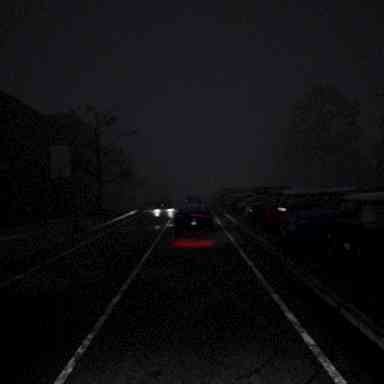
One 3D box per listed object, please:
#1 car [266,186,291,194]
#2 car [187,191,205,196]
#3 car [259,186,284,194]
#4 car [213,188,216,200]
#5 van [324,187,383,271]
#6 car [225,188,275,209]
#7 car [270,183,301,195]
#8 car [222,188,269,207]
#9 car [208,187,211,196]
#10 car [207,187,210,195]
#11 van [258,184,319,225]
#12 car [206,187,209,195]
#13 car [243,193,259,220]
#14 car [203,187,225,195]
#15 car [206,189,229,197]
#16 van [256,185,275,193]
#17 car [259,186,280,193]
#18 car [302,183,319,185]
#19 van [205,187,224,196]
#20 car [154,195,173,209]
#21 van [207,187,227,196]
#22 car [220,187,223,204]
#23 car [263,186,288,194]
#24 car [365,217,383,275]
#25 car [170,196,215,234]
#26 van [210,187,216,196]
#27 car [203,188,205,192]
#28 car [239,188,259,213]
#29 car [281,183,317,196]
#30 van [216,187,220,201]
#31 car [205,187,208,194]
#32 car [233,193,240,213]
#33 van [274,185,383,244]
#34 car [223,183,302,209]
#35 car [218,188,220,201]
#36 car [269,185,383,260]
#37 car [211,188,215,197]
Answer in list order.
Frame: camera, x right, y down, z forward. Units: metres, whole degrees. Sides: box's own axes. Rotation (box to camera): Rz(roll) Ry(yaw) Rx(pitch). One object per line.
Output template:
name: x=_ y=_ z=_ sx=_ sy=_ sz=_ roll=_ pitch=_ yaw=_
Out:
car: x=18.797 y=-0.404 z=72.411 sx=4.792 sy=1.488 sz=2.163 roll=-3 pitch=1 yaw=0
car: x=0.161 y=0.982 z=37.214 sx=1.837 sy=1.490 sz=4.892 roll=-3 pitch=1 yaw=0
car: x=18.646 y=-0.498 z=77.981 sx=5.366 sy=1.575 sz=1.946 roll=-3 pitch=1 yaw=0
car: x=5.729 y=0.584 z=44.270 sx=5.008 sy=1.535 sz=2.097 roll=-3 pitch=1 yaw=0
van: x=5.809 y=0.917 z=7.830 sx=4.442 sy=1.987 sz=1.878 roll=-3 pitch=1 yaw=0
car: x=5.688 y=0.633 z=33.057 sx=4.553 sy=1.767 sz=2.185 roll=-3 pitch=1 yaw=0
car: x=18.780 y=-0.614 z=66.839 sx=5.566 sy=2.045 sz=2.435 roll=-3 pitch=1 yaw=0
car: x=5.690 y=0.590 z=35.860 sx=4.553 sy=1.767 sz=2.185 roll=-3 pitch=1 yaw=0
car: x=5.932 y=0.354 z=58.285 sx=5.366 sy=1.575 sz=1.946 roll=-3 pitch=1 yaw=0
car: x=5.744 y=0.324 z=61.085 sx=5.008 sy=1.535 sz=2.097 roll=-3 pitch=1 yaw=0
van: x=5.817 y=0.787 z=16.237 sx=4.442 sy=1.987 sz=1.878 roll=-3 pitch=1 yaw=0
car: x=5.726 y=0.277 z=66.693 sx=4.792 sy=1.488 sz=2.163 roll=-3 pitch=1 yaw=0
car: x=5.707 y=0.976 z=19.044 sx=4.892 sy=1.521 sz=2.231 roll=-3 pitch=1 yaw=0
car: x=5.801 y=-0.281 z=89.112 sx=5.566 sy=2.045 sz=2.435 roll=-3 pitch=1 yaw=0
car: x=5.757 y=0.140 z=75.100 sx=5.008 sy=1.535 sz=2.097 roll=-3 pitch=1 yaw=0
van: x=18.950 y=-0.838 z=86.335 sx=4.442 sy=1.987 sz=1.878 roll=-3 pitch=1 yaw=0
car: x=18.834 y=-0.498 z=80.767 sx=4.674 sy=1.452 sz=2.002 roll=-3 pitch=1 yaw=0
car: x=18.770 y=-0.454 z=55.823 sx=5.566 sy=2.045 sz=2.435 roll=-3 pitch=1 yaw=0
van: x=5.647 y=-0.183 z=83.507 sx=4.442 sy=1.987 sz=1.878 roll=-3 pitch=1 yaw=0
car: x=-3.165 y=1.119 z=38.363 sx=1.837 sy=1.490 sz=4.892 roll=-3 pitch=1 yaw=0
van: x=5.871 y=-0.125 z=77.901 sx=4.442 sy=1.987 sz=1.878 roll=-3 pitch=1 yaw=0
car: x=5.682 y=0.551 z=30.252 sx=5.566 sy=2.045 sz=2.435 roll=-3 pitch=1 yaw=0
car: x=18.823 y=-0.469 z=75.195 sx=5.008 sy=1.535 sz=2.097 roll=-3 pitch=1 yaw=0
car: x=5.707 y=1.186 z=5.026 sx=4.892 sy=1.521 sz=2.231 roll=-3 pitch=1 yaw=0
car: x=0.094 y=1.246 z=17.888 sx=1.882 sy=1.535 sz=5.008 roll=-3 pitch=1 yaw=1
van: x=5.615 y=0.233 z=52.676 sx=4.442 sy=1.987 sz=1.878 roll=-3 pitch=1 yaw=0
car: x=5.776 y=-0.078 z=72.294 sx=5.566 sy=2.045 sz=2.435 roll=-3 pitch=1 yaw=0
car: x=5.741 y=0.804 z=21.845 sx=4.553 sy=1.767 sz=2.185 roll=-3 pitch=1 yaw=0
car: x=18.771 y=-0.495 z=58.485 sx=5.566 sy=2.045 sz=2.435 roll=-3 pitch=1 yaw=0
van: x=5.605 y=0.407 z=41.464 sx=4.442 sy=1.987 sz=1.878 roll=-3 pitch=1 yaw=0
car: x=5.752 y=0.211 z=69.490 sx=4.892 sy=1.521 sz=2.231 roll=-3 pitch=1 yaw=0
car: x=5.717 y=0.928 z=24.650 sx=4.674 sy=1.452 sz=2.002 roll=-3 pitch=1 yaw=0
van: x=5.814 y=0.831 z=13.434 sx=4.442 sy=1.987 sz=1.878 roll=-3 pitch=1 yaw=0
car: x=5.680 y=0.595 z=27.449 sx=5.566 sy=2.045 sz=2.435 roll=-3 pitch=1 yaw=0
car: x=5.755 y=0.543 z=38.663 sx=4.553 sy=1.767 sz=2.185 roll=-3 pitch=1 yaw=0
car: x=5.666 y=0.856 z=10.630 sx=5.566 sy=2.045 sz=2.435 roll=-3 pitch=1 yaw=0
car: x=5.712 y=0.527 z=49.877 sx=4.792 sy=1.488 sz=2.163 roll=-3 pitch=1 yaw=0
